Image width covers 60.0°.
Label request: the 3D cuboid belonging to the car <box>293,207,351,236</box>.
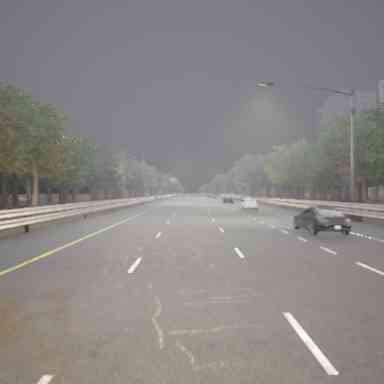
[{"bbox_3d":[6.998,1.535,18.259,1.812,1.442,4.674,0,0,0],"label":"car"}]

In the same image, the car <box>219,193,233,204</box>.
[{"bbox_3d":[7.054,1.521,66.516,1.882,1.535,5.008,0,0,0],"label":"car"}]

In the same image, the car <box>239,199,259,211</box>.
[{"bbox_3d":[7.002,1.544,41.034,1.812,1.442,4.674,0,0,0],"label":"car"}]
